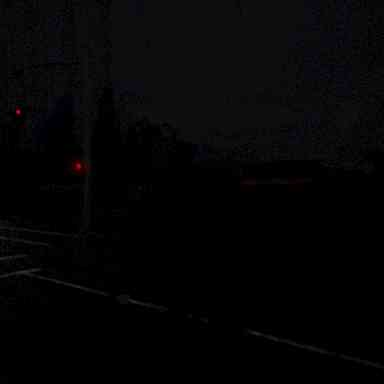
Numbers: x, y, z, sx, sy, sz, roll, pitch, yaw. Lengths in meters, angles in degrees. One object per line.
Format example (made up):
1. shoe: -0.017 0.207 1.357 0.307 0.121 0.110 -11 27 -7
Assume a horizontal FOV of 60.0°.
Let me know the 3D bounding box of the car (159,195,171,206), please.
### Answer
1. car: -1.846 1.302 42.542 2.150 2.045 5.566 0 0 37
